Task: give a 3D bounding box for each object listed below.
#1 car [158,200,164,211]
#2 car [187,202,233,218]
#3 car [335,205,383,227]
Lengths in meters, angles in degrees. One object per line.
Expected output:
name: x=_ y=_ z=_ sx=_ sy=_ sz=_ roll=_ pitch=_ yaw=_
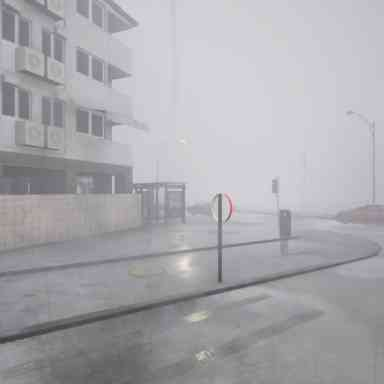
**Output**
car: x=-4.726 y=1.547 z=39.282 sx=2.033 sy=1.411 sz=5.357 roll=0 pitch=0 yaw=-36
car: x=1.551 y=1.601 z=30.462 sx=1.895 sy=1.301 sz=4.718 roll=0 pitch=0 yaw=-35
car: x=12.092 y=1.563 z=22.736 sx=1.994 sy=1.385 sz=4.181 roll=0 pitch=0 yaw=-38
